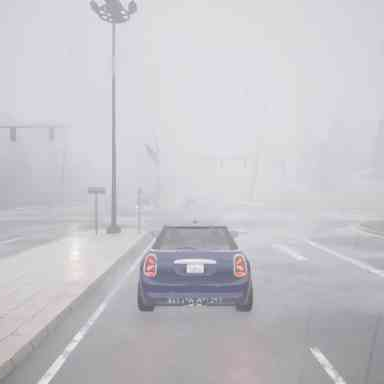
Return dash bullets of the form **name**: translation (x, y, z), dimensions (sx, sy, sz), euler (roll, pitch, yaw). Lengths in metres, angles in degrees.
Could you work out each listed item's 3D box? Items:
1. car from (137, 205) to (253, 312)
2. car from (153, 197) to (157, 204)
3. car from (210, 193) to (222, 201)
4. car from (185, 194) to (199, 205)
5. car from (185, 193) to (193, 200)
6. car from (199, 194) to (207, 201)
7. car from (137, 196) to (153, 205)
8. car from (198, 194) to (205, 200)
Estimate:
- **car**: translation (0.071, 1.352, 7.897), dimensions (2.097, 1.767, 4.553), euler (0, 0, 0)
- **car**: translation (-8.370, 1.505, 66.268), dimensions (1.837, 1.490, 4.892), euler (0, 0, 0)
- **car**: translation (6.357, 1.215, 85.008), dimensions (2.150, 2.045, 5.566), euler (0, 0, -1)
- **car**: translation (-0.161, 1.526, 54.717), dimensions (1.812, 1.442, 4.674), euler (0, 0, -1)
- **car**: translation (-0.812, 1.189, 95.577), dimensions (2.150, 2.045, 5.566), euler (0, 0, -1)
- **car**: translation (2.852, 1.513, 85.279), dimensions (1.812, 1.442, 4.674), euler (0, 0, -1)
- **car**: translation (-8.282, 1.505, 57.059), dimensions (1.837, 1.490, 4.892), euler (0, 0, -1)
- **car**: translation (2.688, 1.442, 95.603), dimensions (1.882, 1.535, 5.008), euler (0, 0, -1)
